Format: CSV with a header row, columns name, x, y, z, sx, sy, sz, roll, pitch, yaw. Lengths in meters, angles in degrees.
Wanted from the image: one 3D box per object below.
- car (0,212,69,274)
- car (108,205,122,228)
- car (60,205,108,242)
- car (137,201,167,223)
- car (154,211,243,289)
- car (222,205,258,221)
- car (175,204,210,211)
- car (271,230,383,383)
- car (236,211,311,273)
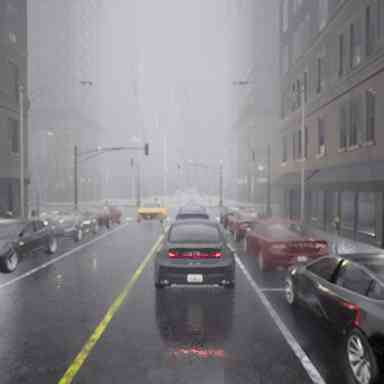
name,x,y,z,sx,sy,sz,roll,pitch,yaw
car,-5.771,1.552,10.544,1.947,1.339,4.313,-1,0,0
car,-5.770,1.517,21.554,1.887,1.381,4.507,-1,0,0
car,-5.771,1.530,16.049,2.008,1.369,4.403,-1,0,0
car,-2.997,1.446,25.496,1.882,1.535,5.008,0,0,0
car,0.068,1.493,9.143,1.837,1.490,4.892,0,0,0
car,2.754,1.524,16.048,1.887,1.381,4.507,-1,0,0
car,0.040,1.453,19.543,1.882,1.535,5.008,0,0,0
car,2.753,1.559,5.038,1.947,1.339,4.313,-1,0,0
car,2.754,1.531,10.542,1.887,1.381,4.507,-1,0,0
